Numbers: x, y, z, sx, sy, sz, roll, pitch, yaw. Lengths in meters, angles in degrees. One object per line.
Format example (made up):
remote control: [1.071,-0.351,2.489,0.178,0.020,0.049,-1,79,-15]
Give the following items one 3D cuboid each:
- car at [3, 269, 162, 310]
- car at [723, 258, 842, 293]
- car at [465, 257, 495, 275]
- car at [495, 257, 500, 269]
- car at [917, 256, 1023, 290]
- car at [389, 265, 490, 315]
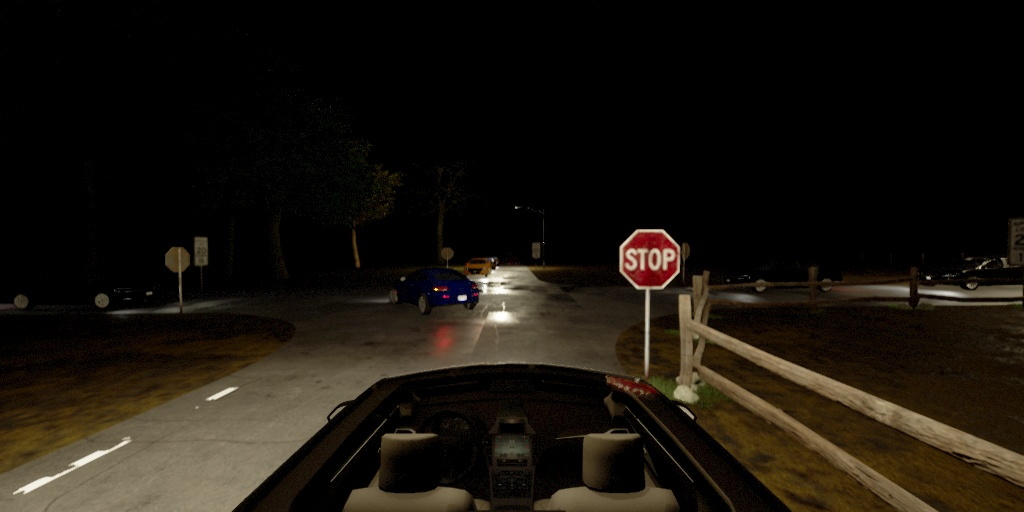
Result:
car: [-17.246,1.273,14.569,5.008,1.535,1.882,-1,1,0]
car: [12.836,0.868,17.198,5.008,1.535,1.882,-1,1,-1]
car: [-2.810,0.902,30.233,1.882,1.535,5.008,0,1,1]
car: [-2.745,0.869,40.769,2.033,1.411,5.357,0,1,0]
car: [22.358,0.785,17.156,4.892,1.490,1.837,-1,1,0]
car: [-2.904,1.154,13.036,1.812,1.442,4.674,0,0,-36]
